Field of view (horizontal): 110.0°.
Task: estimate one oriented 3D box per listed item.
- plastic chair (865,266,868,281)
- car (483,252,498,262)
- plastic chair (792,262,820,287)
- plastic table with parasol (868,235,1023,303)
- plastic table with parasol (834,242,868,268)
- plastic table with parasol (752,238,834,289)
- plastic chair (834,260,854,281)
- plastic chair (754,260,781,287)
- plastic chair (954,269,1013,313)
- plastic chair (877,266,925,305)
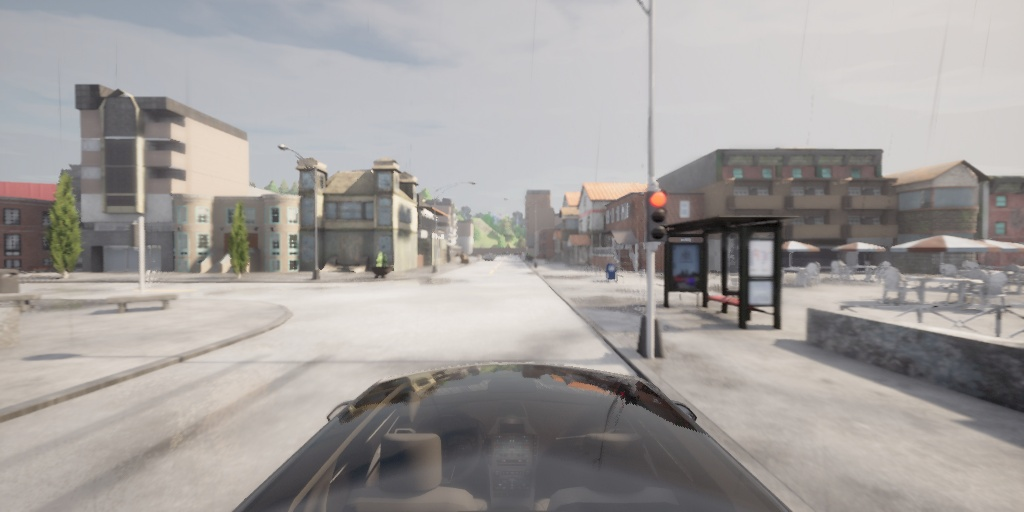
[{"bbox_3d":[22.505,0.970,21.922,0.750,1.272,0.730,0,0,0],"label":"plastic chair"},{"bbox_3d":[-3.986,0.332,63.775,1.837,1.490,4.892,0,3,0],"label":"car"},{"bbox_3d":[15.804,1.011,19.225,0.750,1.272,0.730,0,0,0],"label":"plastic chair"},{"bbox_3d":[15.172,0.508,12.686,2.482,2.480,2.482,0,0,0],"label":"plastic table with parasol"},{"bbox_3d":[22.516,0.344,23.392,2.482,2.480,2.482,0,0,0],"label":"plastic table with parasol"},{"bbox_3d":[15.925,0.388,20.505,2.482,2.480,2.482,0,0,0],"label":"plastic table with parasol"},{"bbox_3d":[21.338,0.949,23.319,0.730,1.272,0.750,0,0,-1],"label":"plastic chair"},{"bbox_3d":[14.705,0.990,20.625,0.730,1.272,0.750,0,0,0],"label":"plastic chair"},{"bbox_3d":[15.002,1.131,11.426,0.750,1.272,0.730,0,0,0],"label":"plastic chair"},{"bbox_3d":[13.902,1.109,12.826,0.730,1.272,0.750,0,0,0],"label":"plastic chair"}]
